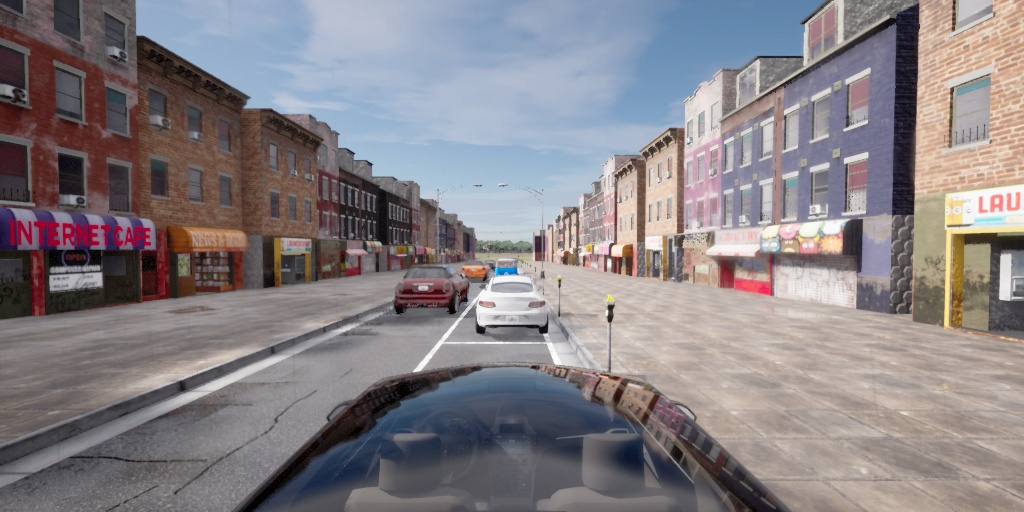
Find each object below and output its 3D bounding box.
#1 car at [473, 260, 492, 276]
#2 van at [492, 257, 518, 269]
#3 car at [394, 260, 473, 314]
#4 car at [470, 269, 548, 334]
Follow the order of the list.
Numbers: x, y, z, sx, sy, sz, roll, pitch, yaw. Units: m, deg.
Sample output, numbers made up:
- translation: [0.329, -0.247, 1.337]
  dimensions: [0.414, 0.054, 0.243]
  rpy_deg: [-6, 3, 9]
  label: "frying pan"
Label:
- translation: [-3.019, 1.092, 30.032]
  dimensions: [2.097, 1.767, 4.553]
  rpy_deg: [0, 0, 0]
  label: "car"
- translation: [-0.382, 1.081, 27.392]
  dimensions: [1.690, 1.789, 3.998]
  rpy_deg: [0, 0, 0]
  label: "van"
- translation: [-2.922, 1.096, 13.946]
  dimensions: [2.097, 1.767, 4.553]
  rpy_deg: [0, 0, 0]
  label: "car"
- translation: [0.004, 1.272, 10.502]
  dimensions: [1.812, 1.442, 4.674]
  rpy_deg: [0, 0, 0]
  label: "car"
